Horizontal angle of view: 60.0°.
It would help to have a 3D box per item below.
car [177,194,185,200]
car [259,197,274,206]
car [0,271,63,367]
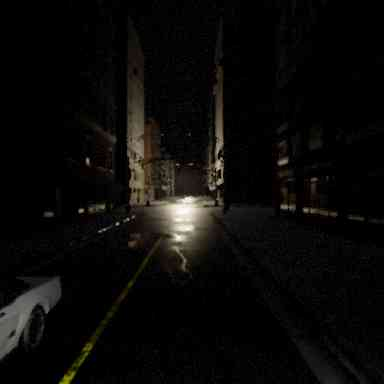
[{"bbox_3d":[-2.981,1.385,88.642,1.812,1.442,4.674,0,0,0],"label":"car"},{"bbox_3d":[12.148,1.400,48.998,4.507,1.381,1.887,-1,0,0],"label":"car"},{"bbox_3d":[-3.101,1.600,3.354,1.895,1.301,4.718,0,0,0],"label":"car"}]
